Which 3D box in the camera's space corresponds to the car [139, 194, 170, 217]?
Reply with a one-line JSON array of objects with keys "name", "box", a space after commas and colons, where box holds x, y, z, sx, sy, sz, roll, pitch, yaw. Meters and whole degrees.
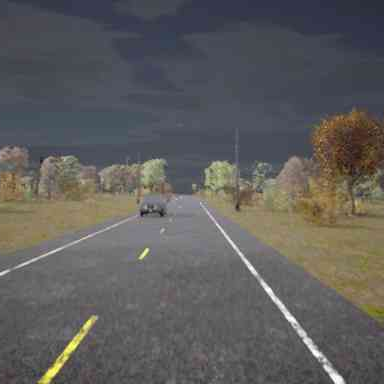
[{"name": "car", "box": [-3.585, 1.256, 31.570, 2.150, 2.045, 5.566, 0, 0, 0]}]
